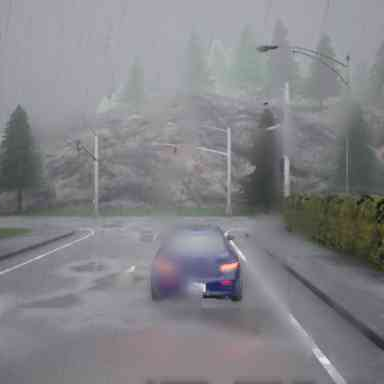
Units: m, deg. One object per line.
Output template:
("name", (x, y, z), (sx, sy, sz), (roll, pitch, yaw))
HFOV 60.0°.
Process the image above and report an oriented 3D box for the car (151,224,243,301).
("car", (0.106, 1.520, 8.157), (1.812, 1.442, 4.674), (0, 0, 0))
